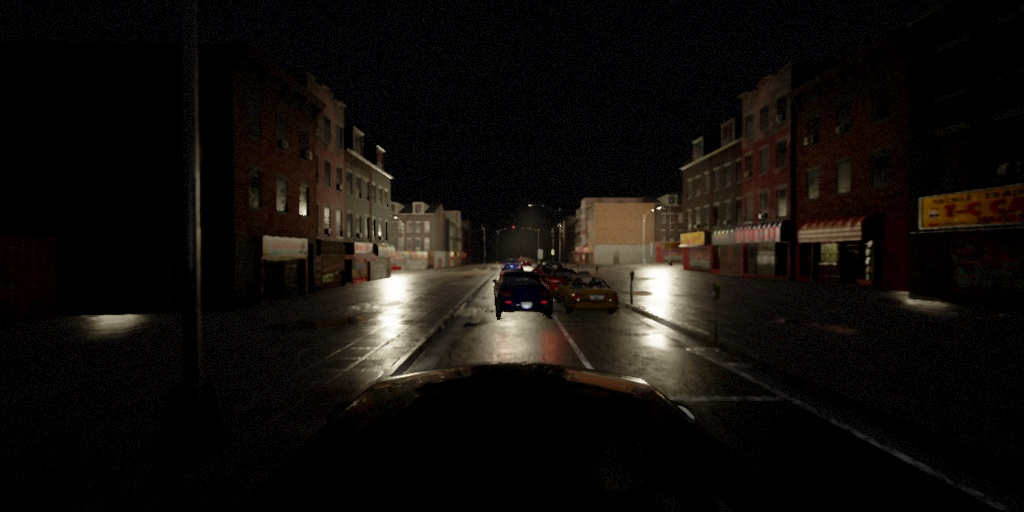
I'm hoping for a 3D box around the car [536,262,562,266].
[{"bbox_3d":[2.622,1.142,24.200,1.967,1.591,4.097,0,0,0],"label":"car"}]

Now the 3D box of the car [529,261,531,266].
[{"bbox_3d":[2.618,1.278,29.667,1.802,1.307,4.207,0,0,0],"label":"car"}]

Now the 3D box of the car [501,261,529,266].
[{"bbox_3d":[0.087,1.299,27.428,1.895,1.301,4.718,0,0,0],"label":"car"}]

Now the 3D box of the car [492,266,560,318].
[{"bbox_3d":[0.285,1.248,12.712,1.812,1.442,4.674,0,0,-4],"label":"car"}]

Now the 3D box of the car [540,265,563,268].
[{"bbox_3d":[2.626,1.293,18.734,1.802,1.307,4.207,0,0,0],"label":"car"}]

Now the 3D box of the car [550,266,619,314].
[{"bbox_3d":[2.630,1.247,13.437,1.751,1.417,4.829,0,0,0],"label":"car"}]

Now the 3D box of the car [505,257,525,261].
[{"bbox_3d":[-0.038,1.045,37.326,2.097,1.767,4.553,0,0,0],"label":"car"}]
